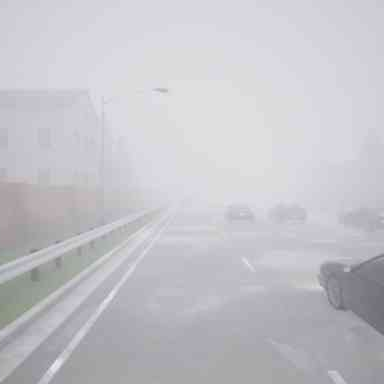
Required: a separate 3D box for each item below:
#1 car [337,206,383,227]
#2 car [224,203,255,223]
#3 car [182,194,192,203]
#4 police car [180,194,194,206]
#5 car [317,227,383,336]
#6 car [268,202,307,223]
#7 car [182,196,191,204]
[{"bbox_3d":[10.598,1.548,19.700,2.033,1.411,5.357,0,0,0],"label":"car"},{"bbox_3d":[3.598,1.564,25.887,1.994,1.385,4.181,0,0,0],"label":"car"},{"bbox_3d":[-1.059,1.353,71.631,2.097,1.767,4.553,0,0,0],"label":"car"},{"bbox_3d":[-1.057,1.426,55.771,1.930,1.638,5.238,0,0,0],"label":"police car"},{"bbox_3d":[3.599,1.547,4.701,2.033,1.411,5.357,0,0,0],"label":"car"},{"bbox_3d":[7.097,1.492,25.164,2.128,1.511,4.902,0,0,0],"label":"car"},{"bbox_3d":[-1.058,1.527,65.661,1.812,1.442,4.674,0,0,0],"label":"car"}]
